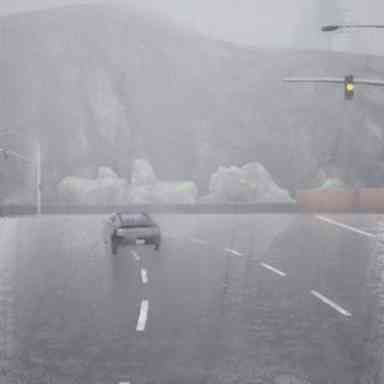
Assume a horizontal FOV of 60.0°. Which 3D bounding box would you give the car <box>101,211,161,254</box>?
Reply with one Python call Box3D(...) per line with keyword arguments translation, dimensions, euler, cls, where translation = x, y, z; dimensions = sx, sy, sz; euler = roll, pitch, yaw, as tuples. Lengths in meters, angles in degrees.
Box3D(translation=(-2.633, 1.546, 13.893), dimensions=(2.128, 1.511, 4.902), euler=(0, 0, -20), cls="car")
